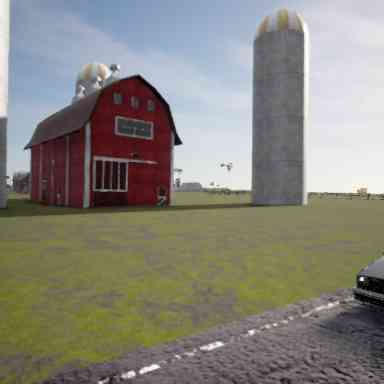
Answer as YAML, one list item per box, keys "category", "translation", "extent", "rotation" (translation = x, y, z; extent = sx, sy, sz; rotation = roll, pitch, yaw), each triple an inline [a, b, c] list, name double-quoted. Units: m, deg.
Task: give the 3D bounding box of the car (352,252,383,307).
- category: "car"
  translation: [5.631, 1.552, 7.087]
  extent: [5.357, 1.411, 2.033]
  rotation: [0, 0, -36]
